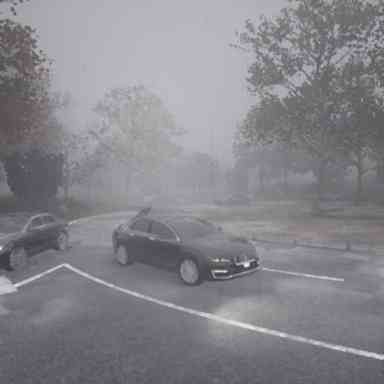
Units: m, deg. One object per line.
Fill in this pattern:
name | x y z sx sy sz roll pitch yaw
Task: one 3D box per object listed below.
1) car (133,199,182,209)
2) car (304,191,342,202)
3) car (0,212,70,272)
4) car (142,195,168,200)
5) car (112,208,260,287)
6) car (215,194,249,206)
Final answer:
car | -1.275 1.322 15.523 1.837 1.490 4.892 -3 2 -26
car | 17.736 0.549 45.143 4.902 1.511 2.128 0 1 10
car | -5.650 1.449 10.749 2.128 1.511 4.902 -1 1 3
car | -4.063 1.123 34.226 1.837 1.490 4.892 -2 0 30
car | -0.422 1.391 9.229 1.837 1.490 4.892 -2 1 -43
car | 4.738 0.931 39.220 4.181 1.385 1.994 -2 1 -31
